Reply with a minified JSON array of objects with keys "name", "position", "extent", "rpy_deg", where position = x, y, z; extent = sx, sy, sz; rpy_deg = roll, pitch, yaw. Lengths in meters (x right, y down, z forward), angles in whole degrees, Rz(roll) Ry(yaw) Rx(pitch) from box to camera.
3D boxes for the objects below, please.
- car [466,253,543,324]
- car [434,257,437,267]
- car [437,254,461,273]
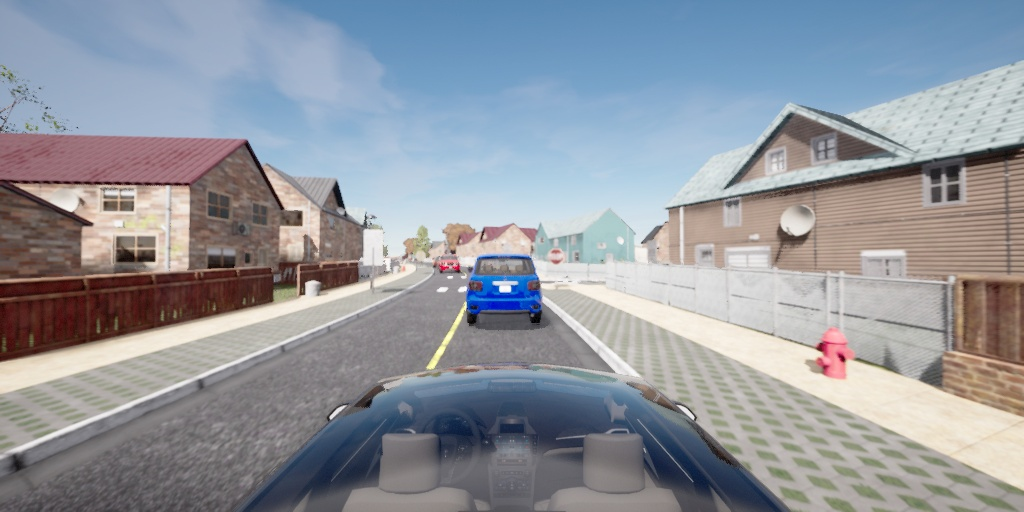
[{"name":"car","position":[-0.318,0.935,11.943],"extent":[2.150,2.045,5.566],"rpy_deg":[0,0,-3]},{"name":"car","position":[-9.284,0.941,49.961],"extent":[2.097,1.767,4.553],"rpy_deg":[0,0,-15]},{"name":"car","position":[-7.013,0.834,40.271],"extent":[2.150,2.045,5.566],"rpy_deg":[0,0,-12]}]
